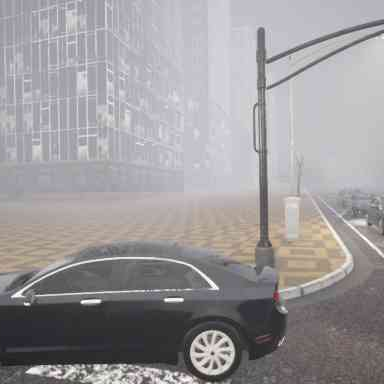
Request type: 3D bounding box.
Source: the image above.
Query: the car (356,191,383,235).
[{"bbox_3d":[8.882,0.928,14.489,2.128,1.511,4.902,-1,2,18],"label":"car"}]

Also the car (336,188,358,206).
[{"bbox_3d":[12.855,0.454,26.870,2.128,1.511,4.902,-1,2,18],"label":"car"}]

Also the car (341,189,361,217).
[{"bbox_3d":[10.895,0.759,20.794,1.994,1.385,4.181,-1,2,17],"label":"car"}]

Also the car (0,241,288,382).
[{"bbox_3d":[-1.153,1.505,4.795,4.892,1.490,1.837,0,0,0],"label":"car"}]
